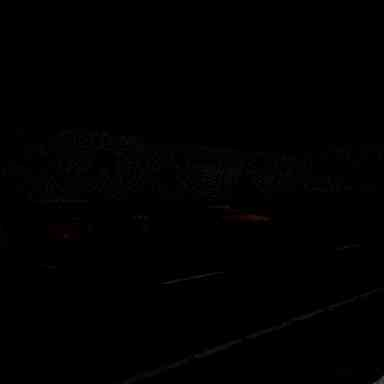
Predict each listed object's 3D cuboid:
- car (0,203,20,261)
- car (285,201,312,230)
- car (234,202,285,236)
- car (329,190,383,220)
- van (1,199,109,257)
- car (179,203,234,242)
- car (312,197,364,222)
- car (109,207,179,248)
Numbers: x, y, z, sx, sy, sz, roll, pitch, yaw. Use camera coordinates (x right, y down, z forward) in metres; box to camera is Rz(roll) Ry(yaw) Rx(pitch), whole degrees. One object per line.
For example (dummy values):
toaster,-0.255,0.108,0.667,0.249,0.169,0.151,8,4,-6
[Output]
car,-8.001,1.371,10.875,4.553,1.767,2.185,-1,0,34
car,4.159,1.357,19.536,4.792,1.488,2.163,-1,-1,35
car,1.859,1.365,17.720,5.366,1.575,1.946,-1,0,35
car,11.393,0.922,24.759,5.566,2.045,2.435,-1,0,35
van,-5.491,1.246,12.568,4.442,1.987,1.878,-1,-1,35
car,-0.756,1.442,16.102,4.792,1.488,2.163,-1,0,35
car,8.997,1.267,23.011,4.674,1.452,2.002,-1,0,35
car,-3.158,1.483,14.352,4.674,1.452,2.002,-1,0,35
